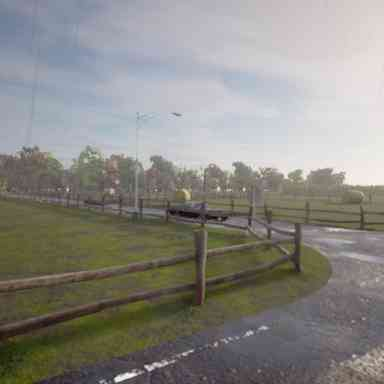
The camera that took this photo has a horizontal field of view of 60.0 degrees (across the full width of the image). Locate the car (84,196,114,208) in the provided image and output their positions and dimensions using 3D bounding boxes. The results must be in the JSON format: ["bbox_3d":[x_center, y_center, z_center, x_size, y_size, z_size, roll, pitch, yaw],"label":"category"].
[{"bbox_3d":[-10.654,1.107,38.081,1.895,1.301,4.718,1,0,-36],"label":"car"}]

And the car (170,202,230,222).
[{"bbox_3d":[0.479,1.348,22.895,1.895,1.301,4.718,1,0,-36],"label":"car"}]
